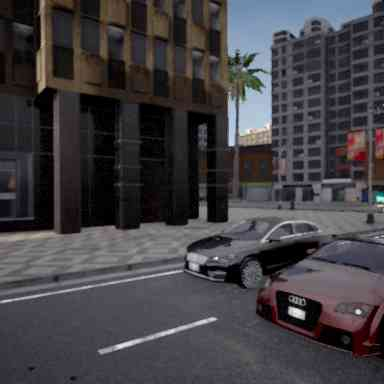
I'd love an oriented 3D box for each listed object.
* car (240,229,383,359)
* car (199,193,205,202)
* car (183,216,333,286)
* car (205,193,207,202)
[{"bbox_3d":[3.114,1.529,5.903,4.181,1.385,1.994,0,0,-35],"label":"car"},{"bbox_3d":[-0.361,1.188,61.522,4.674,1.442,1.812,0,0,45],"label":"car"},{"bbox_3d":[2.042,1.451,9.131,4.902,1.511,2.128,0,0,-35],"label":"car"},{"bbox_3d":[1.838,0.995,63.920,4.553,1.767,2.097,0,1,44],"label":"car"}]
